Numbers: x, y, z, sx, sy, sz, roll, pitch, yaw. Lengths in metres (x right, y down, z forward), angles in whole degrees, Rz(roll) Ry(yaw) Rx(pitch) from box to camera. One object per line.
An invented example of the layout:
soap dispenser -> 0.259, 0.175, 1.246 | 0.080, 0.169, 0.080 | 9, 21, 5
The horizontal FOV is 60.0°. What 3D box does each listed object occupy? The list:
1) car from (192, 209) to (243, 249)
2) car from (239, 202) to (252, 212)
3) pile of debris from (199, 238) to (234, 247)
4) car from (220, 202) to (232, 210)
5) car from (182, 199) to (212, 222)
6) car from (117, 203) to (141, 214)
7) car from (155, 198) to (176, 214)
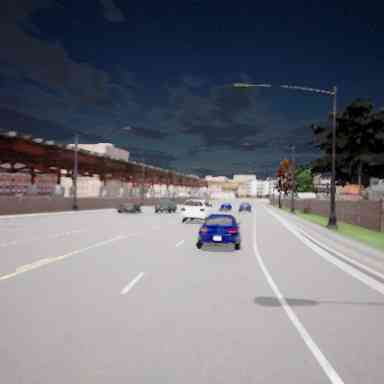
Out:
car -> 1.371, 1.757, 15.686 | 1.812, 1.442, 4.674 | 1, -1, 9
car -> 9.801, 2.608, 60.988 | 2.097, 1.767, 4.553 | 1, -1, 11
pile of debris -> 1.230, 2.418, 16.041 | 1.500, 0.140, 1.860 | 1, -1, 9
car -> 6.368, 2.670, 61.682 | 1.882, 1.535, 5.008 | 1, -1, 11
car -> 0.560, 1.723, 30.912 | 2.150, 2.045, 5.566 | 1, -1, 11
car -> -8.023, 2.095, 42.823 | 1.994, 1.385, 4.181 | 1, -1, 11
car -> -3.659, 1.920, 46.765 | 2.150, 2.045, 5.566 | 1, -1, 7
